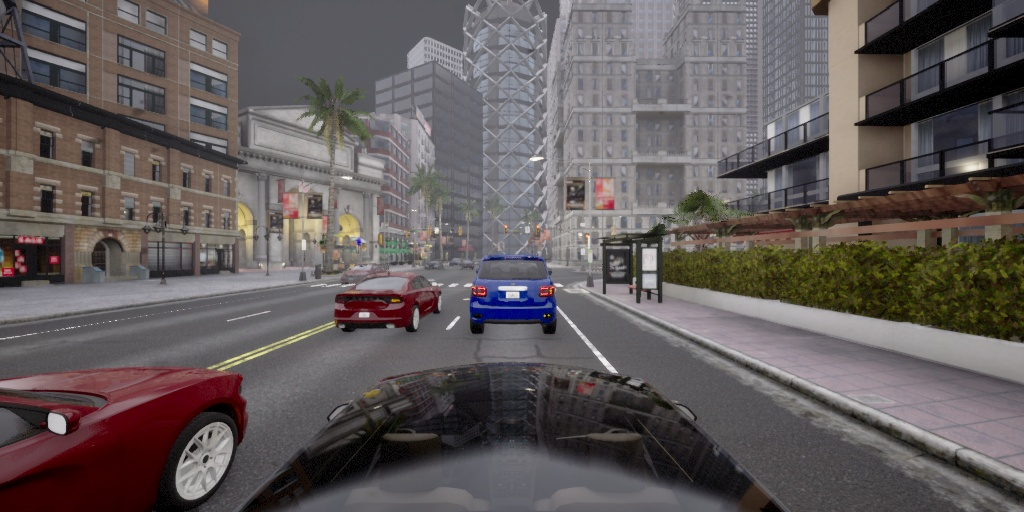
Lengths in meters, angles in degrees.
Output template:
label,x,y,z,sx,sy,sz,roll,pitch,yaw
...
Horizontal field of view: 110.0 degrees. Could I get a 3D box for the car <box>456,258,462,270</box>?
label,x,y,z,sx,sy,sz,roll,pitch,yaw
car,-6.508,1.297,51.633,2.033,1.411,5.357,0,0,-11

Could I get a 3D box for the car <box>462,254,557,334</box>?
label,x,y,z,sx,sy,sz,roll,pitch,yaw
car,0.054,0.971,10.763,2.150,2.045,5.566,0,0,1

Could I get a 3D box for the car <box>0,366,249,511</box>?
label,x,y,z,sx,sy,sz,roll,pitch,yaw
car,-3.390,1.228,1.294,1.882,1.535,5.008,0,0,0

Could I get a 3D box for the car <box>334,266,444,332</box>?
label,x,y,z,sx,sy,sz,roll,pitch,yaw
car,-3.441,1.228,10.873,1.882,1.535,5.008,0,0,0

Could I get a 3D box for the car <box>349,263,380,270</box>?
label,x,y,z,sx,sy,sz,roll,pitch,yaw
car,-10.595,1.275,25.948,1.812,1.442,4.674,0,0,0

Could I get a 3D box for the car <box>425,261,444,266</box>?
label,x,y,z,sx,sy,sz,roll,pitch,yaw
car,-10.586,1.314,49.137,1.994,1.385,4.181,0,0,0
